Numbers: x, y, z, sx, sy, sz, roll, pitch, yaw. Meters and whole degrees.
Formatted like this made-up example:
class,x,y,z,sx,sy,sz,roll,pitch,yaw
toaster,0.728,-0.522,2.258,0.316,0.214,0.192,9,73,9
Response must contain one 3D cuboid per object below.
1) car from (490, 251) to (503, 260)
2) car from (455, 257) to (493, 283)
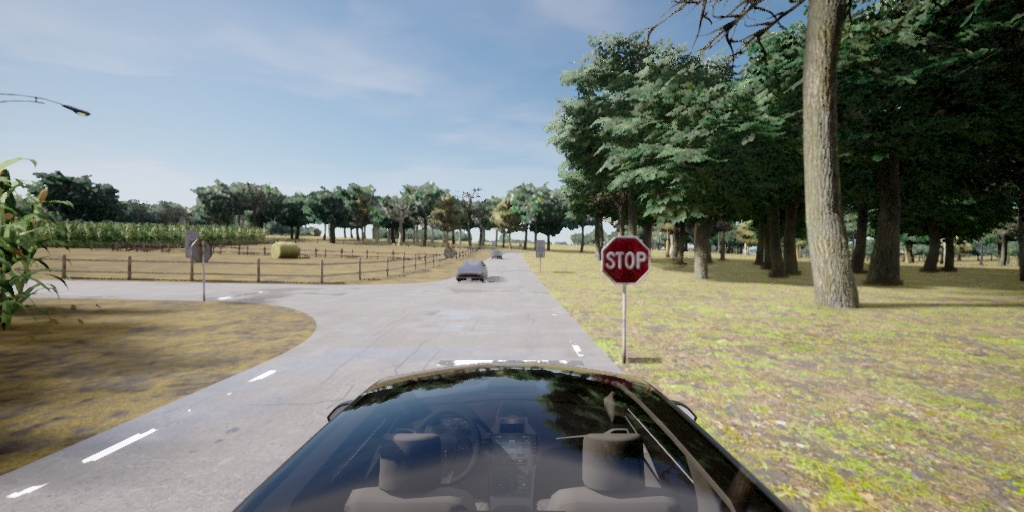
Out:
class,x,y,z,sx,sy,sz,roll,pitch,yaw
car,-2.611,-0.175,62.399,1.837,1.490,4.892,0,2,0
car,-2.697,1.013,25.232,2.033,1.411,5.357,0,1,0
